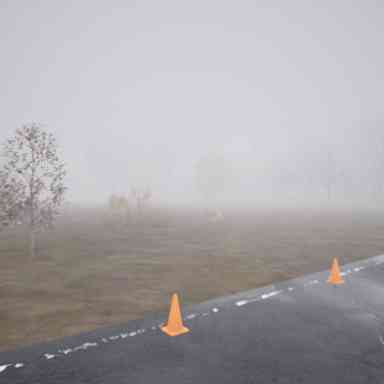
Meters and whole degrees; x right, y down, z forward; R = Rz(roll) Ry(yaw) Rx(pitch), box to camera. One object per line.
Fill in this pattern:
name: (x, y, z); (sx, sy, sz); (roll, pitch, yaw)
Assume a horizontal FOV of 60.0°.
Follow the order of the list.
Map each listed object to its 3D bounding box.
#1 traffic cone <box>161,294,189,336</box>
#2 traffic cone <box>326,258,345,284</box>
traffic cone: (-0.274, 1.963, 5.426); (0.340, 0.580, 0.340); (0, 0, -37)
traffic cone: (3.639, 1.980, 8.425); (0.340, 0.580, 0.340); (0, 0, -38)
